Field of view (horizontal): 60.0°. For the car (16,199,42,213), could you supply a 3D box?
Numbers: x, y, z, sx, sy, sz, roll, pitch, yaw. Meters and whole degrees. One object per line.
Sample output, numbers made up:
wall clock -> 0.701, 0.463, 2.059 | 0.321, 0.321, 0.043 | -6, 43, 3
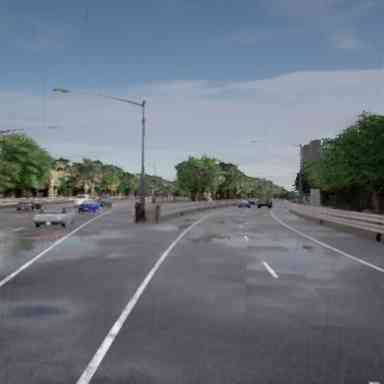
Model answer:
car -> -18.771, 1.576, 38.788 | 2.128, 1.511, 4.902 | 1, -1, -8

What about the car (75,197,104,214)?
car -> -11.740, 1.669, 38.360 | 1.882, 1.535, 5.008 | 1, -1, -8

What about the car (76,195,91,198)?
car -> -16.978, 1.454, 52.650 | 2.150, 2.045, 5.566 | 1, -1, -6

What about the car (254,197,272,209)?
car -> 13.092, 1.973, 60.383 | 2.150, 2.045, 5.566 | 1, -1, 16

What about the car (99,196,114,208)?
car -> -13.461, 1.791, 52.188 | 1.837, 1.490, 4.892 | 1, 0, -6

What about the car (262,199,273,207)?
car -> 15.980, 2.255, 70.333 | 1.882, 1.535, 5.008 | 1, -1, 16

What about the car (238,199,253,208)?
car -> 9.606, 2.236, 60.942 | 1.812, 1.442, 4.674 | 1, -1, 16

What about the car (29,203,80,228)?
car -> -9.309, 1.688, 22.921 | 1.895, 1.301, 4.718 | 1, -1, -10
